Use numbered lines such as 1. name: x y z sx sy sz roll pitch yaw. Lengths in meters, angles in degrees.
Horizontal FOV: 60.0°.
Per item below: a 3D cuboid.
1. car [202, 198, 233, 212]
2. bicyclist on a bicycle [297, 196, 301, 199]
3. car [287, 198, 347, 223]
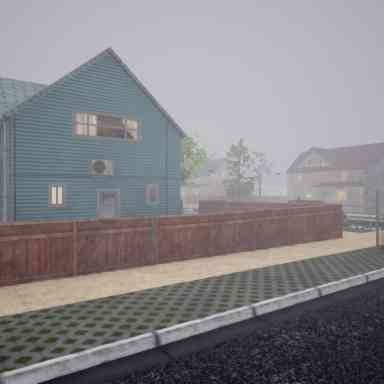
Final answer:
1. car: 2.713 1.383 31.831 1.882 1.535 5.008 0 0 -36
2. bicyclist on a bicycle: 10.150 1.206 31.488 1.656 1.620 0.582 -1 1 -36
3. car: 8.546 1.304 23.649 2.097 1.767 4.553 0 0 -35
